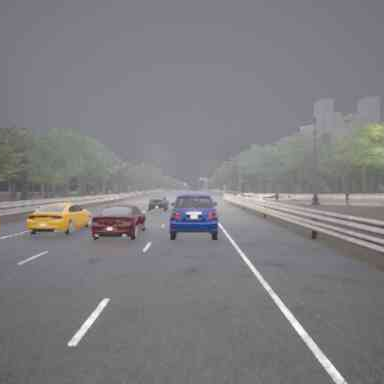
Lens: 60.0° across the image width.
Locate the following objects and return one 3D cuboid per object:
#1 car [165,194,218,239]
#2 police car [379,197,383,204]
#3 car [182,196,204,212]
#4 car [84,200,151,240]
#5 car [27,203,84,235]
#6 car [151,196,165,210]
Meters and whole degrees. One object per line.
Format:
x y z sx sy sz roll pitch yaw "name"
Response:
0.102 1.093 16.538 2.150 2.045 5.566 0 1 0 "car"
23.628 0.727 36.953 2.038 1.542 4.974 0 0 -36 "police car"
0.079 1.174 34.600 2.128 1.511 4.902 0 1 0 "car"
-3.409 1.351 16.270 1.882 1.535 5.008 0 1 0 "car"
-6.911 1.334 17.848 1.882 1.535 5.008 0 1 0 "car"
-3.420 1.186 34.704 1.837 1.490 4.892 0 1 0 "car"
